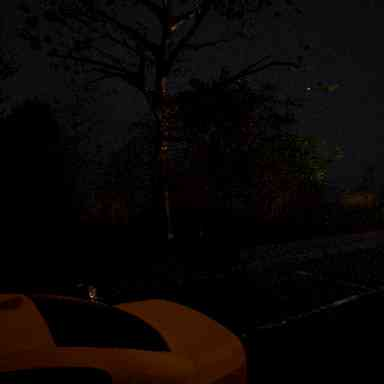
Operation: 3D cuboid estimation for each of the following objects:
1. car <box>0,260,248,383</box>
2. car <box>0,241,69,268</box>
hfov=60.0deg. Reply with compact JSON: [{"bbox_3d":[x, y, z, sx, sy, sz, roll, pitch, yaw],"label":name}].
[{"bbox_3d":[-1.880,1.478,1.731,5.008,1.535,1.882,0,0,-35],"label":"car"},{"bbox_3d":[-3.206,1.440,3.799,4.097,1.590,1.967,0,1,-35],"label":"car"}]
